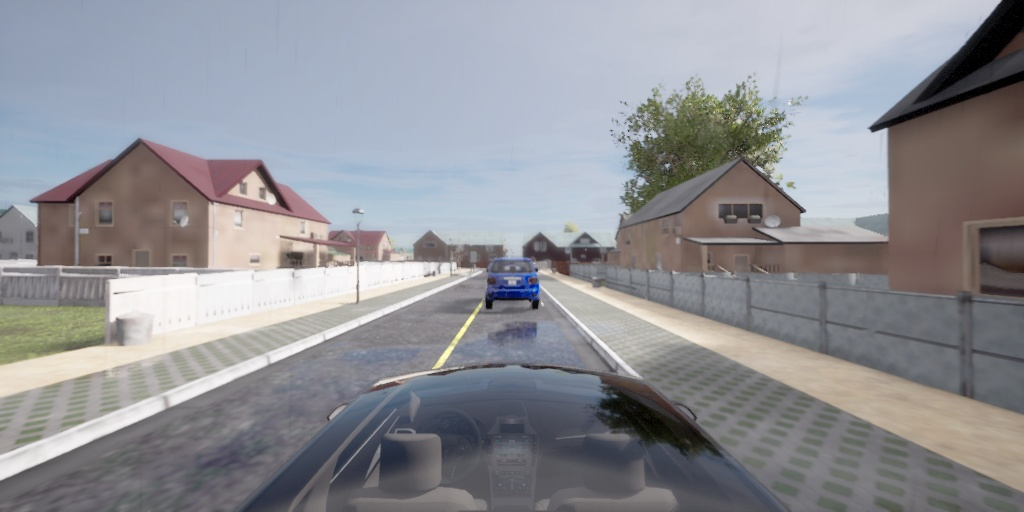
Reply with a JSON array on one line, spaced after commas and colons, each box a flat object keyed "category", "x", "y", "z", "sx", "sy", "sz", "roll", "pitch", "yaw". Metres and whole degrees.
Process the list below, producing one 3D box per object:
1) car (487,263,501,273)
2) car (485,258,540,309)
[{"category": "car", "x": -2.701, "y": 1.809, "z": 54.342, "sx": 1.994, "sy": 1.385, "sz": 4.181, "roll": 0, "pitch": -1, "yaw": 0}, {"category": "car", "x": 0.015, "y": 1.100, "z": 15.872, "sx": 2.150, "sy": 2.045, "sz": 5.566, "roll": 0, "pitch": 0, "yaw": 0}]
